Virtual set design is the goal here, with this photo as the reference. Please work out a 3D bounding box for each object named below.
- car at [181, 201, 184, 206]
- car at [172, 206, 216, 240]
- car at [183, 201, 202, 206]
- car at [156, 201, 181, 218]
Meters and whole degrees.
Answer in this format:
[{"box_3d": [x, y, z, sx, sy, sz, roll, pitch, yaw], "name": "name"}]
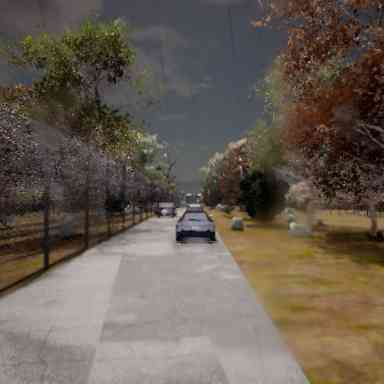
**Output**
[{"box_3d": [-2.079, 2.787, 74.972, 2.097, 1.767, 4.553, 0, -2, 1], "name": "car"}, {"box_3d": [0.184, 1.663, 17.580, 1.994, 1.385, 4.181, 0, -1, 0], "name": "car"}, {"box_3d": [0.314, 1.877, 35.125, 1.812, 1.442, 4.674, 0, -1, 0], "name": "car"}, {"box_3d": [-2.634, 1.832, 34.531, 2.128, 1.511, 4.902, 0, -1, 1], "name": "car"}]
